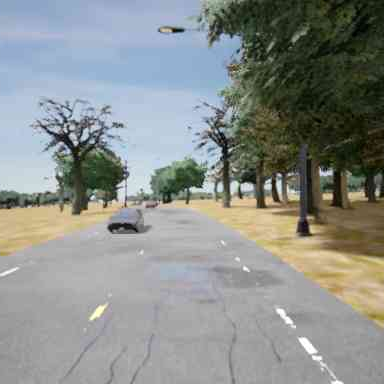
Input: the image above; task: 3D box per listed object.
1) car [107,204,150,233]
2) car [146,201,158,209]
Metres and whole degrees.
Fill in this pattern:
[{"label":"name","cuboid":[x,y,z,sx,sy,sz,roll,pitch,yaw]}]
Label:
[{"label":"car","cuboid":[-4.128,1.765,21.632,2.033,1.411,5.357,0,-1,-3]},{"label":"car","cuboid":[-7.644,2.343,62.412,1.882,1.535,5.008,0,-1,-7]}]
